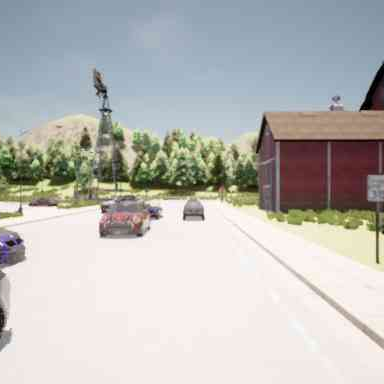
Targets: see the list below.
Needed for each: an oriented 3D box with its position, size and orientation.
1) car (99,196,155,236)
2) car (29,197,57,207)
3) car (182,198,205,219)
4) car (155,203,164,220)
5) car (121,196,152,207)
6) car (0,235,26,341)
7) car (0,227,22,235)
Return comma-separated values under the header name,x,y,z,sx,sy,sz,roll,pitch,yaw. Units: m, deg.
name,x,y,z,sx,sy,sz,roll,pitch,yaw
car,-3.456,1.305,17.863,2.097,1.767,4.553,0,0,0
car,-20.815,1.391,46.964,3.905,1.438,1.784,0,0,1
car,0.142,1.482,28.029,2.033,1.411,5.357,0,0,0
car,-3.451,1.533,27.274,1.895,1.301,4.718,0,0,1
car,-7.940,1.385,48.048,4.193,1.474,1.816,0,0,1
car,-3.595,1.494,3.009,1.837,1.490,4.892,0,0,0
car,-7.692,1.449,10.356,4.611,1.667,2.242,0,0,1
